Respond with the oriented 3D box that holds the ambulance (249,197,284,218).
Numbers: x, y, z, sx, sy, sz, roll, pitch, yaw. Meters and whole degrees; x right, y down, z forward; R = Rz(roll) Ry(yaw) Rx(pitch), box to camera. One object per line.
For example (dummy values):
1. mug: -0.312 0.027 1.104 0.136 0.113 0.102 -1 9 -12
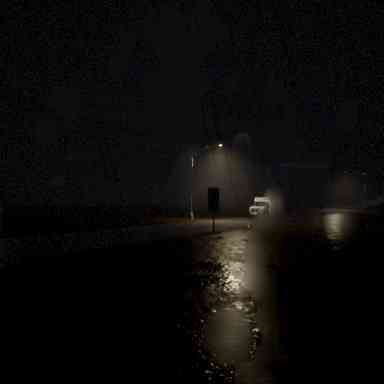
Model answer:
1. ambulance: 9.229 1.896 41.366 2.351 2.431 6.366 0 -1 36
